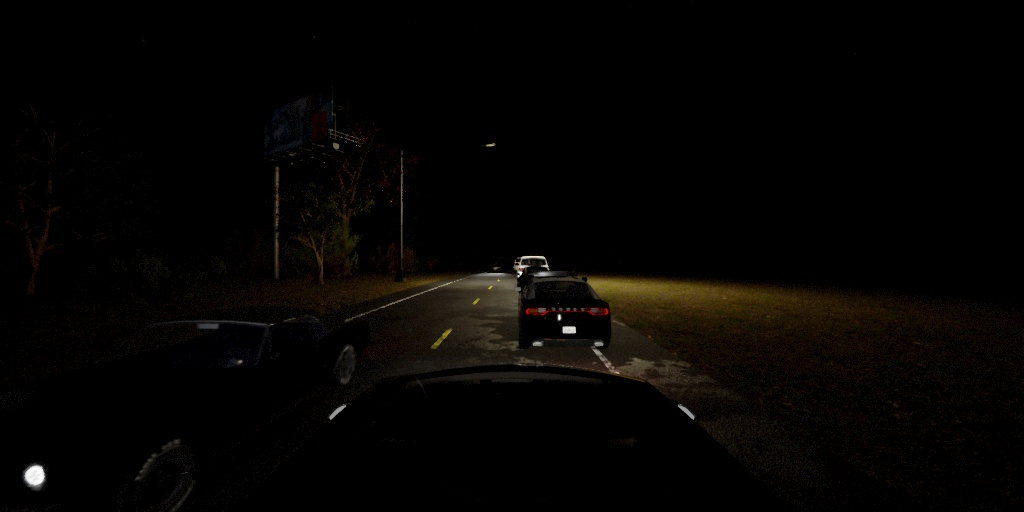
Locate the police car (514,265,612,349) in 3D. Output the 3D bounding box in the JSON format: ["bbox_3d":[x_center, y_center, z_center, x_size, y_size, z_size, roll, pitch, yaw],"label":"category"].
[{"bbox_3d":[1.100,1.184,9.286,1.930,1.638,5.238,0,0,1],"label":"police car"}]

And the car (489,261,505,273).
[{"bbox_3d":[-1.992,1.491,48.516,2.128,1.511,4.902,0,-1,4],"label":"car"}]

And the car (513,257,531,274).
[{"bbox_3d":[1.395,1.203,46.496,2.150,2.045,5.566,0,0,4],"label":"car"}]

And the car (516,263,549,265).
[{"bbox_3d":[1.277,1.296,19.142,1.837,1.490,4.892,0,0,1],"label":"car"}]

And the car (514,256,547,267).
[{"bbox_3d":[1.446,1.044,25.151,2.150,2.045,5.566,0,0,2],"label":"car"}]

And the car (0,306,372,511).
[{"bbox_3d":[-3.464,1.352,4.215,1.895,1.301,4.718,0,0,0],"label":"car"}]
